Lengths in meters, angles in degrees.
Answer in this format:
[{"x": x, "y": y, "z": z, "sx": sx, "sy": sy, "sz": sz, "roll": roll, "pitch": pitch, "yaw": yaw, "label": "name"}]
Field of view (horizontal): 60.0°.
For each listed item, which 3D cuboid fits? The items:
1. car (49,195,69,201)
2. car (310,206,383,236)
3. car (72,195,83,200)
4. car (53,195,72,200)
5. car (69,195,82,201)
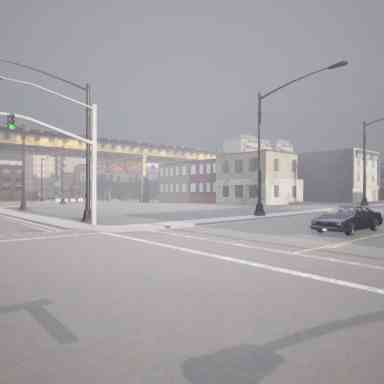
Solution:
[{"x": -33.407, "y": 1.582, "z": 85.759, "sx": 4.974, "sy": 1.542, "sz": 2.038, "roll": 0, "pitch": 0, "yaw": 21, "label": "car"}, {"x": 8.748, "y": 1.490, "z": 18.523, "sx": 5.357, "sy": 1.411, "sz": 2.033, "roll": -1, "pitch": 0, "yaw": -40, "label": "car"}, {"x": -29.699, "y": 1.432, "z": 86.139, "sx": 1.853, "sy": 1.218, "sz": 4.536, "roll": 0, "pitch": 0, "yaw": -9, "label": "car"}, {"x": -33.455, "y": 1.425, "z": 85.777, "sx": 4.536, "sy": 1.218, "sz": 1.853, "roll": 0, "pitch": 0, "yaw": 21, "label": "car"}, {"x": -29.690, "y": 1.590, "z": 86.088, "sx": 2.038, "sy": 1.542, "sz": 4.974, "roll": 0, "pitch": 0, "yaw": -9, "label": "car"}]
